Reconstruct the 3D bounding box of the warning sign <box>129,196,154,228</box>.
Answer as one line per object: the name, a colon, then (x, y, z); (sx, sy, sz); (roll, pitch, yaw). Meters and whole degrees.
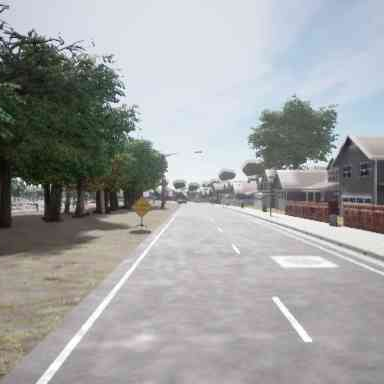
warning sign: (-3.040, 1.208, 20.171); (1.300, 1.860, 1.060); (1, 0, 0)
